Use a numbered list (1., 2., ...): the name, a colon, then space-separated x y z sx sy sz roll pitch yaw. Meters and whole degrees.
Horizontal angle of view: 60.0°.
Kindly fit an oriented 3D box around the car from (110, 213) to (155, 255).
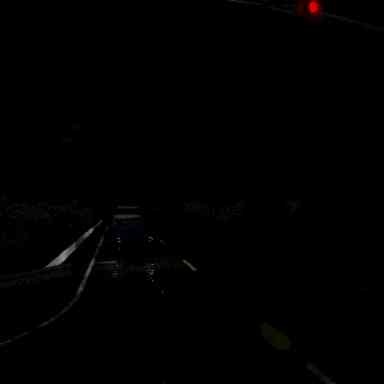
1. car: -2.949 2.060 16.504 1.882 1.535 5.008 0 -2 -13

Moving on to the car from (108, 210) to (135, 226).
1. car: -7.816 2.791 36.542 1.837 1.490 4.892 0 -2 -24

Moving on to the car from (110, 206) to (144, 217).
1. car: -5.133 2.152 26.502 2.150 2.045 5.566 0 -2 -12
